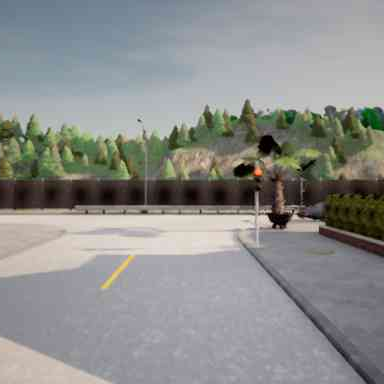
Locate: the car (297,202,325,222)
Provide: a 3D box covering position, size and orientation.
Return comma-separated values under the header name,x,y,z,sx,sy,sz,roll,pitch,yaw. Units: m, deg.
name,x,y,z,sx,sy,sz,roll,pitch,yaw
car,10.239,1.379,23.341,5.357,1.411,2.033,0,0,0
